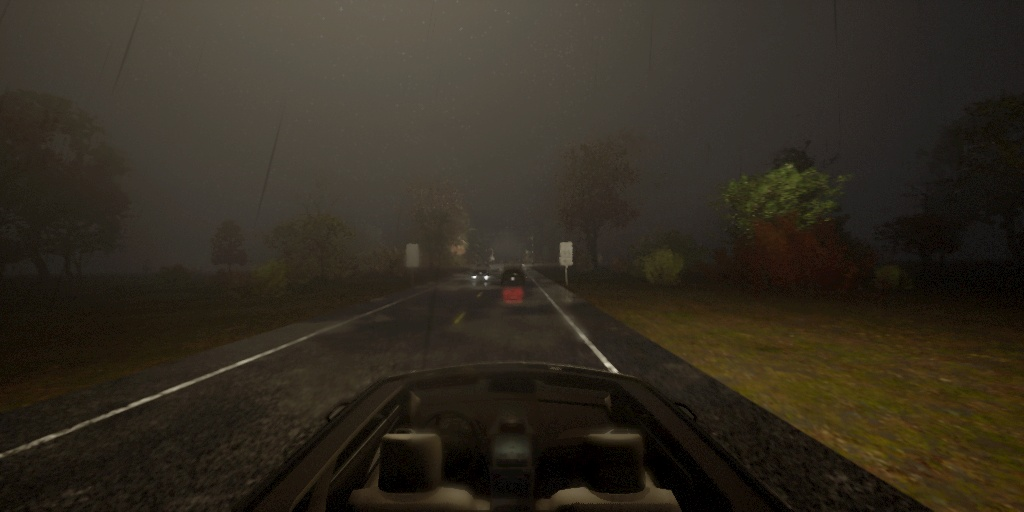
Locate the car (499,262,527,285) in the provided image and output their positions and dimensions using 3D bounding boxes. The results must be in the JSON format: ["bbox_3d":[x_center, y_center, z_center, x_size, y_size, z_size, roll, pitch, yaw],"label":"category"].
[{"bbox_3d":[0.077,1.329,27.367,1.837,1.490,4.892,-1,0,1],"label":"car"}]

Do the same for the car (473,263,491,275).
[{"bbox_3d":[-3.405,1.492,41.623,2.033,1.411,5.357,-1,0,0],"label":"car"}]
